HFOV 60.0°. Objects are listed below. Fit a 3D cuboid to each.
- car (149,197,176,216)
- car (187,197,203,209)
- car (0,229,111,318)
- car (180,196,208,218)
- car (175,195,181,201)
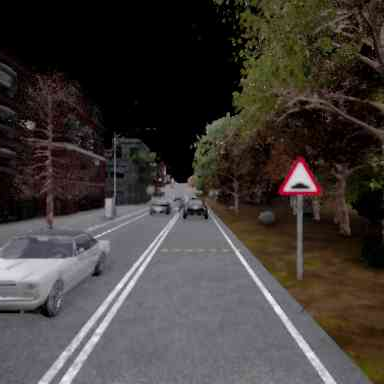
[{"bbox_3d":[-3.052,1.471,32.847,2.128,1.511,4.902,0,0,1],"label":"car"},{"bbox_3d":[0.393,1.488,46.567,2.033,1.411,5.357,0,0,0],"label":"car"},{"bbox_3d":[-3.323,1.599,7.545,1.895,1.301,4.718,0,0,0],"label":"car"},{"bbox_3d":[0.297,1.337,29.871,2.097,1.767,4.553,0,0,0],"label":"car"},{"bbox_3d":[-2.875,1.368,70.473,2.033,1.411,5.357,0,0,0],"label":"car"}]
